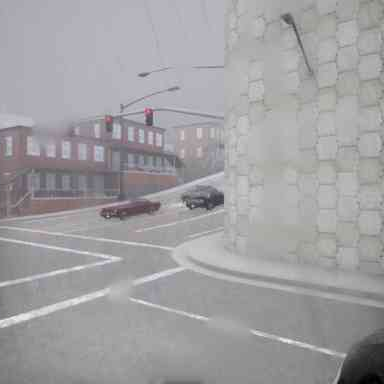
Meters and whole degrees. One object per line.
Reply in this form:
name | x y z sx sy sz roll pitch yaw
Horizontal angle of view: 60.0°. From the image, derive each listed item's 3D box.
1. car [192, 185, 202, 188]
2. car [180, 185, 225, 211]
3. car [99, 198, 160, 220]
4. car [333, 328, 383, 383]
car | 0.684 0.077 32.107 1.994 1.385 4.181 0 9 36
car | 1.459 0.550 26.822 2.128 1.511 4.902 0 7 35
car | -4.550 1.187 24.722 1.895 1.301 4.718 0 5 35
car | 3.318 1.492 1.597 4.902 1.511 2.128 0 0 36
